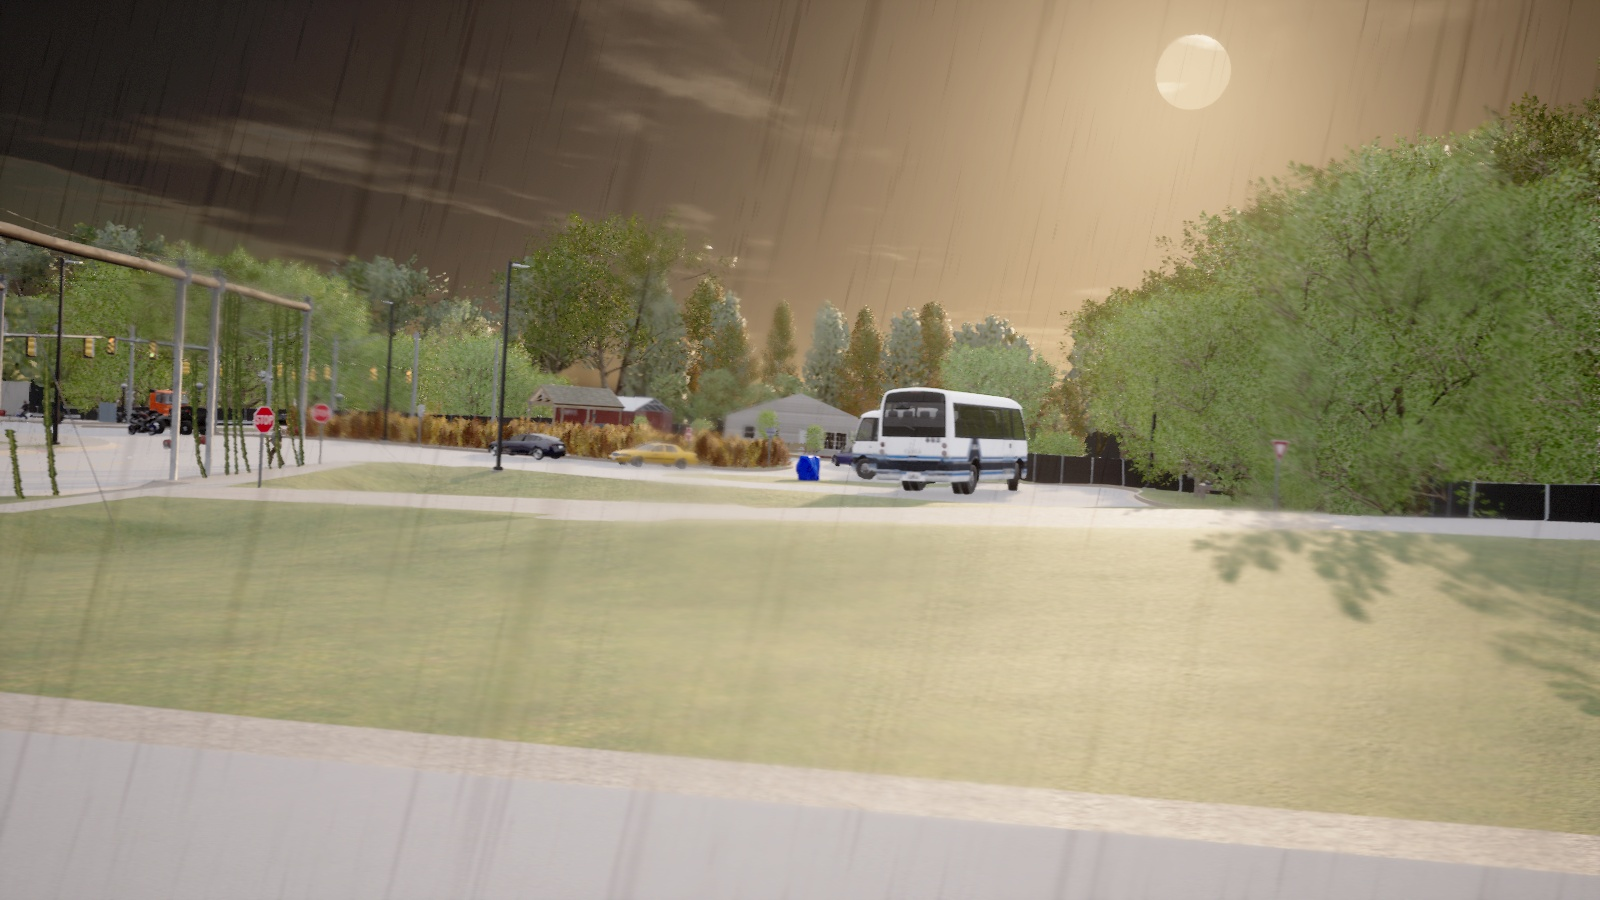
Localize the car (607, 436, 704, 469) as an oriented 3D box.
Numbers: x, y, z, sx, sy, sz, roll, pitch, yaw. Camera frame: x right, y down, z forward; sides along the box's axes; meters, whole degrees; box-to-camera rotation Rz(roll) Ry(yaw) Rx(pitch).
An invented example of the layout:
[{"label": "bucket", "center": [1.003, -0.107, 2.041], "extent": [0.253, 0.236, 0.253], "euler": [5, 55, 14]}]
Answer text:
[{"label": "car", "center": [-8.367, 0.168, 72.905], "extent": [5.366, 1.575, 1.801], "euler": [4, 1, -38]}]

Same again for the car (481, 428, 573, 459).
[{"label": "car", "center": [-15.985, -0.390, 73.585], "extent": [4.792, 1.488, 2.163], "euler": [5, 2, 23]}]

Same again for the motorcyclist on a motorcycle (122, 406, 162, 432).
[{"label": "motorcyclist on a motorcycle", "center": [-40.676, -1.933, 77.656], "extent": [2.191, 1.530, 0.866], "euler": [3, 2, 17]}]

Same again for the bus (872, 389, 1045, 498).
[{"label": "bus", "center": [7.135, -0.278, 54.688], "extent": [3.944, 4.253, 10.273], "euler": [2, 1, 28]}]

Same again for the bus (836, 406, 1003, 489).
[{"label": "bus", "center": [6.655, -0.206, 72.200], "extent": [3.944, 4.253, 10.273], "euler": [4, -1, -32]}]

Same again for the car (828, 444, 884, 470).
[{"label": "car", "center": [3.940, 0.500, 88.744], "extent": [2.007, 1.525, 4.514], "euler": [2, 2, -25]}]

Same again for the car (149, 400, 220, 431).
[{"label": "car", "center": [-39.849, -2.240, 81.301], "extent": [3.866, 1.878, 1.905], "euler": [3, 2, 20]}]
